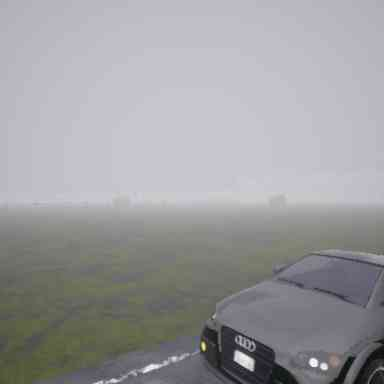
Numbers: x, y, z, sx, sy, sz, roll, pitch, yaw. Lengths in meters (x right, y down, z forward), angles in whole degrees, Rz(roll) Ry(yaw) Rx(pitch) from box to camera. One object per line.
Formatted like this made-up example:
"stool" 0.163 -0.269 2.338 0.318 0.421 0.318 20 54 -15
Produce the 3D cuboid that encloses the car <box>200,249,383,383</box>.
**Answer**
"car" 2.162 1.564 4.612 4.181 1.385 1.994 0 0 -35
